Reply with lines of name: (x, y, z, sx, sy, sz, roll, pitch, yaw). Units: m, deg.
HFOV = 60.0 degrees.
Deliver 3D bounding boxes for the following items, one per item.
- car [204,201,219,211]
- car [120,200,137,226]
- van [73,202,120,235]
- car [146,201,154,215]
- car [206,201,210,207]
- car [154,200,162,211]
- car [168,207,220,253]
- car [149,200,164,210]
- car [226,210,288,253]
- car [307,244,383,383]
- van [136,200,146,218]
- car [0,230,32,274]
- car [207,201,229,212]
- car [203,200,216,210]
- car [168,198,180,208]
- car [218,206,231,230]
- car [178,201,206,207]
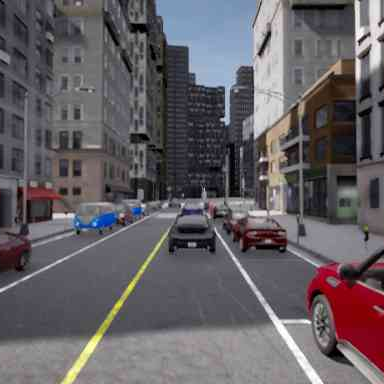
car: (2.784, 2.023, 47.978, 1.802, 1.307, 4.206, 1, -1, 0)
car: (-5.745, 1.681, 25.547, 1.967, 1.590, 4.097, 1, -1, 0)
van: (-5.745, 1.530, 19.938, 1.690, 1.788, 3.998, 1, -1, 0)
car: (-5.744, 1.892, 36.764, 2.008, 1.369, 4.403, 1, -1, 0)
car: (2.782, 1.886, 36.760, 1.887, 1.381, 4.507, 1, -1, 0)
car: (-5.741, 1.992, 47.982, 2.008, 1.369, 4.403, 1, -1, 0)
car: (0.007, 1.645, 14.302, 1.837, 1.490, 4.892, 0, 0, 0)
car: (-5.739, 2.035, 53.590, 1.887, 1.381, 4.507, 1, -1, 0)
car: (2.776, 1.681, 14.324, 1.887, 1.381, 4.507, 1, -1, 0)
car: (2.776, 1.346, 3.108, 2.192, 1.841, 5.009, 1, -1, 0)
van: (-5.742, 1.632, 31.156, 1.690, 1.788, 3.998, 1, -1, 0)
car: (-5.751, 1.666, 8.717, 1.802, 1.307, 4.206, 1, -1, 0)
car: (2.780, 1.857, 31.151, 1.947, 1.339, 4.313, 1, -1, 0)
car: (2.786, 2.035, 53.588, 1.887, 1.381, 4.507, 1, -1, 0)
car: (-2.987, 1.870, 58.337, 2.097, 1.767, 4.553, 0, 0, 0)
car: (2.777, 1.771, 19.933, 1.802, 1.307, 4.206, 1, -1, 0)
car: (0.012, 1.754, 29.471, 1.882, 1.535, 5.008, 0, 0, 0)
